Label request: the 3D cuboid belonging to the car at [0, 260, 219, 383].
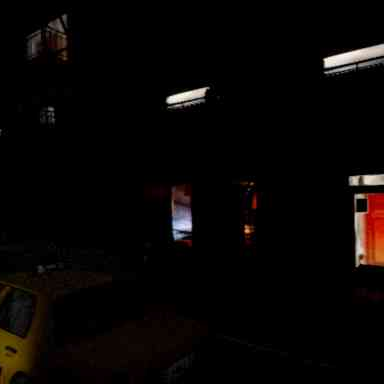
[{"bbox_3d":[-1.997,1.572,4.322,4.829,1.417,1.752,-1,-1,36],"label":"car"}]
